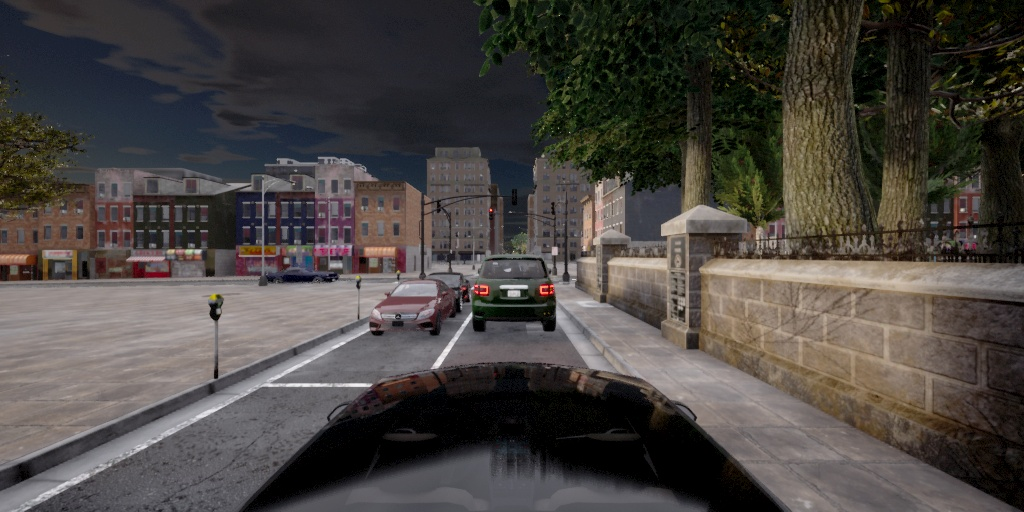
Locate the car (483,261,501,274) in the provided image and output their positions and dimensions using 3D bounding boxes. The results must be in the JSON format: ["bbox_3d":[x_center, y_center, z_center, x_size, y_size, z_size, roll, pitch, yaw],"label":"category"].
[{"bbox_3d":[-2.283,1.266,41.272,1.812,1.442,4.674,0,0,0],"label":"car"}]

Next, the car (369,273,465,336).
[{"bbox_3d":[-2.638,1.331,10.379,1.802,1.307,4.207,0,0,0],"label":"car"}]

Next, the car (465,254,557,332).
[{"bbox_3d":[0.076,0.971,11.058,2.150,2.045,5.566,0,0,1],"label":"car"}]

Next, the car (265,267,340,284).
[{"bbox_3d":[-15.636,1.504,26.935,4.718,1.301,1.895,-1,0,0],"label":"car"}]
